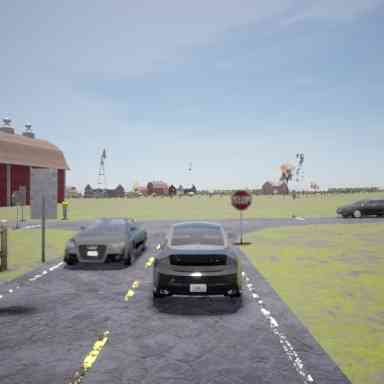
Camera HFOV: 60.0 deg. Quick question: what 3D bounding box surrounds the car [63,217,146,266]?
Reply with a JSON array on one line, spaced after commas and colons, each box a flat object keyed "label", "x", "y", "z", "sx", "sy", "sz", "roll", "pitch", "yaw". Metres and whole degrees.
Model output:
[{"label": "car", "x": -2.787, "y": 1.565, "z": 11.473, "sx": 1.994, "sy": 1.385, "sz": 4.181, "roll": 0, "pitch": 0, "yaw": 2}]

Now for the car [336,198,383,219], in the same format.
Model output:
[{"label": "car", "x": 13.939, "y": 1.264, "z": 26.240, "sx": 4.892, "sy": 1.490, "sz": 1.837, "roll": -1, "pitch": 0, "yaw": -4}]

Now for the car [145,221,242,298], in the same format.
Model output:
[{"label": "car", "x": 0.112, "y": 1.506, "z": 8.504, "sx": 1.837, "sy": 1.490, "sz": 4.892, "roll": 0, "pitch": 0, "yaw": 0}]

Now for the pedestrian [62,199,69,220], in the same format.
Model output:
[{"label": "pedestrian", "x": -11.157, "y": 1.491, "z": 29.234, "sx": 0.375, "sy": 1.860, "sz": 0.375, "roll": 0, "pitch": 0, "yaw": 4}]
